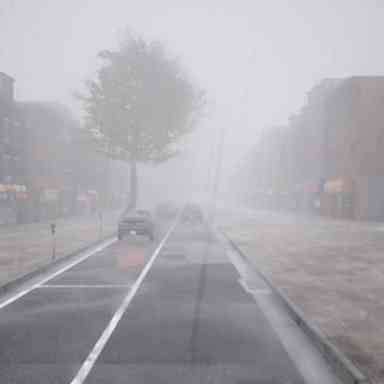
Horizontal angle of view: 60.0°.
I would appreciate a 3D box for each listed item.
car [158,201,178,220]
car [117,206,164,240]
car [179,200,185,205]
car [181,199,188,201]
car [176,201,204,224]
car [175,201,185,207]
[{"bbox_3d":[-2.703,1.855,32.853,1.967,1.590,4.097,-1,-1,0],"label":"car"},{"bbox_3d":[-2.780,1.709,18.093,1.837,1.490,4.892,0,-1,0],"label":"car"},{"bbox_3d":[-2.809,3.013,93.717,1.802,1.307,4.206,-1,-1,0],"label":"car"},{"bbox_3d":[-0.005,2.102,44.198,2.128,1.511,4.902,0,-1,0],"label":"car"},{"bbox_3d":[0.021,1.840,28.587,2.128,1.511,4.902,0,-1,0],"label":"car"},{"bbox_3d":[-2.781,2.748,77.114,2.008,1.369,4.403,-1,-1,0],"label":"car"}]
